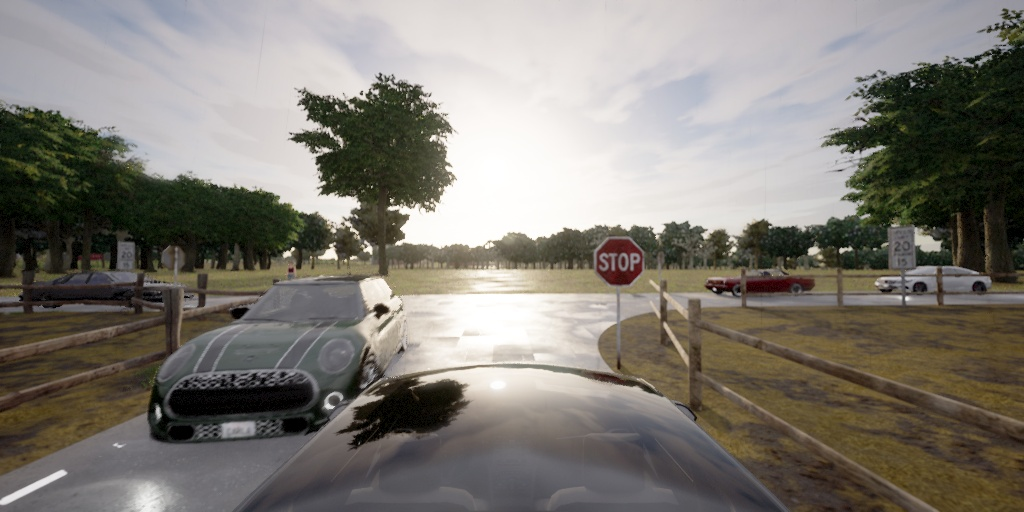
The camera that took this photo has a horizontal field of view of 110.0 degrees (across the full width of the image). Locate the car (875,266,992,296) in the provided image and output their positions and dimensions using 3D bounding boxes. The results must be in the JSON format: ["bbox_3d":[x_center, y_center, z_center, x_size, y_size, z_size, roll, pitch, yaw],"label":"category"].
[{"bbox_3d":[21.666,1.245,18.520,4.674,1.442,1.812,0,-2,1],"label":"car"}]

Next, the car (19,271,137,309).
[{"bbox_3d":[-16.233,1.331,14.539,5.357,1.411,2.033,0,-2,-2],"label":"car"}]

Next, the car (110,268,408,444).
[{"bbox_3d":[-3.007,1.118,5.737,2.097,1.767,4.553,0,0,-8],"label":"car"}]

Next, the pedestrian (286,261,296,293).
[{"bbox_3d":[-12.708,1.209,20.635,0.375,1.860,0.375,0,-2,-2],"label":"pedestrian"}]

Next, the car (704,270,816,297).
[{"bbox_3d":[12.499,1.369,18.341,4.718,1.301,1.895,0,-2,-3],"label":"car"}]
